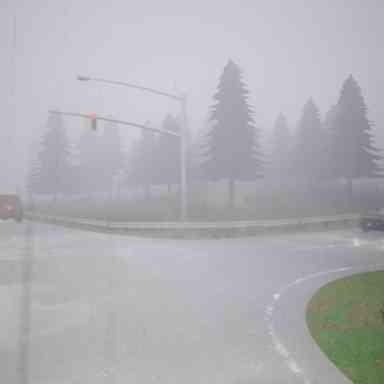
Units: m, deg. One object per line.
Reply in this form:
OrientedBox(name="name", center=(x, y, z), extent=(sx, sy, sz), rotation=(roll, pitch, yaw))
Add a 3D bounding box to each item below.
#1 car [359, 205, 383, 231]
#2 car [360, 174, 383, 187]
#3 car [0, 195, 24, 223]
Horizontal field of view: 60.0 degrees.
OrientedBox(name="car", center=(10.931, 1.220, 17.274), extent=(5.008, 1.535, 1.882), rotation=(-3, 1, -24))
OrientedBox(name="car", center=(23.190, -1.314, 41.727), extent=(2.150, 2.045, 5.566), rotation=(0, 4, 2))
OrientedBox(name="car", center=(-14.222, 1.211, 24.448), extent=(2.150, 2.045, 5.566), rotation=(0, 0, -44))
